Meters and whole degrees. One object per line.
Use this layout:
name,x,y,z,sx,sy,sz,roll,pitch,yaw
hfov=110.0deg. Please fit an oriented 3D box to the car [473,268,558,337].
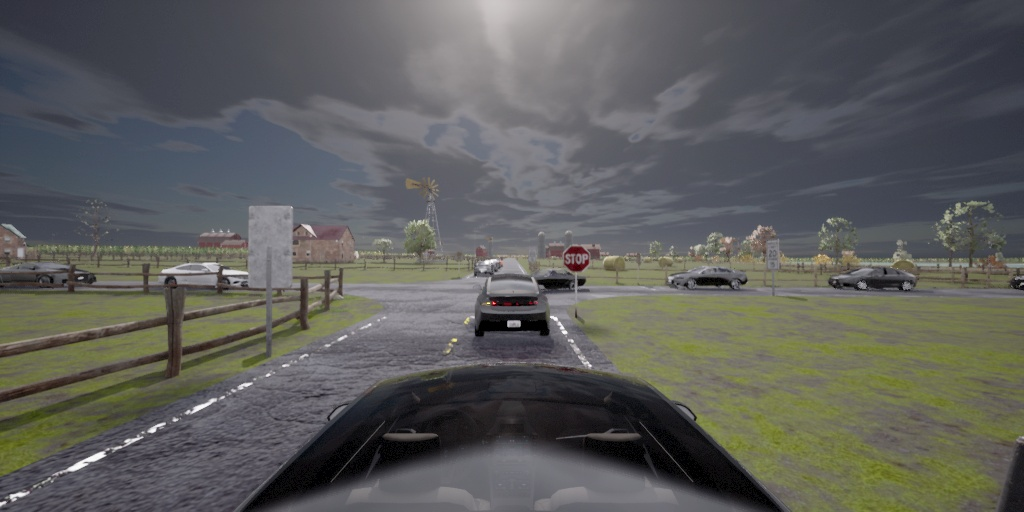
car,-0.065,1.256,10.359,1.837,1.490,4.892,0,0,-3

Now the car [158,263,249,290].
car,-17.226,1.103,20.332,4.674,1.442,1.812,1,-1,-1

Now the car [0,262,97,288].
car,-26.346,1.047,20.218,4.181,1.385,1.994,1,-1,-1

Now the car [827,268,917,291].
car,23.812,1.514,23.804,4.892,1.490,1.837,1,-1,-1

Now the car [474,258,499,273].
car,-2.825,1.242,37.048,2.128,1.511,4.902,0,0,0

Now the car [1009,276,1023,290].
car,36.496,1.632,23.945,4.892,1.490,1.837,1,-1,-1

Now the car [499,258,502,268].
car,-2.809,1.241,46.494,2.128,1.511,4.902,0,0,0

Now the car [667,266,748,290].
car,12.819,1.397,23.621,4.902,1.511,2.128,1,-1,-2

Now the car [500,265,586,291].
car,1.948,1.375,20.756,4.718,1.301,1.895,1,0,-32
